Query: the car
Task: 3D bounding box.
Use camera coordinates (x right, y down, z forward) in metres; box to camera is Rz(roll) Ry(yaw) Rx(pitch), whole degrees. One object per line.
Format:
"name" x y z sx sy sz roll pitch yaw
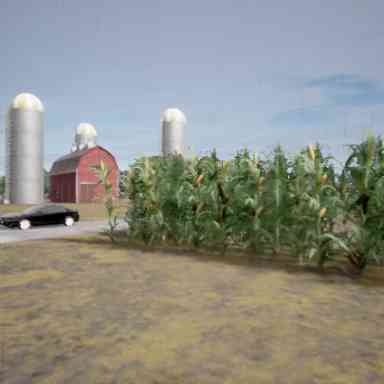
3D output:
"car" -10.051 1.600 22.381 1.882 1.535 5.008 1 0 37
